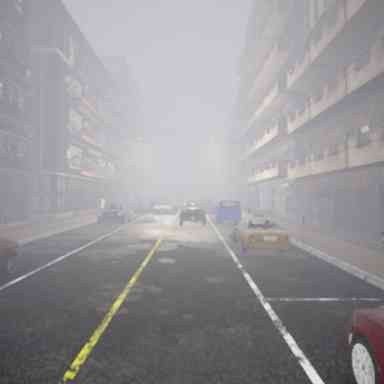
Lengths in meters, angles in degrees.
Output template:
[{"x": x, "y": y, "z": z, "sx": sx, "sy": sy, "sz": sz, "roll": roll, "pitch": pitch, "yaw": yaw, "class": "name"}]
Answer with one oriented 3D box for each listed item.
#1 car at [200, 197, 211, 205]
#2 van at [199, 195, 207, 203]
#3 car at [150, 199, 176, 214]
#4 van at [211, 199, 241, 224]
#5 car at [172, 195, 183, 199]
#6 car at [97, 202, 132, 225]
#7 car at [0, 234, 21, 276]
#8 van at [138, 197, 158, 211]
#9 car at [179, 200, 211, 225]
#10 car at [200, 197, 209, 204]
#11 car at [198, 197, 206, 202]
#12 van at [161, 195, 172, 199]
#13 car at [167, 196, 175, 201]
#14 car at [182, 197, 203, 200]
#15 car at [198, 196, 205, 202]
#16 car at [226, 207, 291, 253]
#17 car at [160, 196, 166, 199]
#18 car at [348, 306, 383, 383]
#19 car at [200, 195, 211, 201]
[{"x": 2.571, "y": 1.758, "z": 64.564, "sx": 1.947, "sy": 1.339, "sz": 4.313, "roll": 1, "pitch": 0, "yaw": 0, "class": "car"}, {"x": 2.558, "y": 1.564, "z": 75.905, "sx": 1.690, "sy": 1.788, "sz": 3.998, "roll": 1, "pitch": 0, "yaw": 0, "class": "van"}, {"x": -3.152, "y": 1.714, "z": 36.783, "sx": 1.895, "sy": 1.301, "sz": 4.718, "roll": 0, "pitch": 0, "yaw": 0, "class": "car"}, {"x": 2.634, "y": 1.419, "z": 24.871, "sx": 1.690, "sy": 1.788, "sz": 3.998, "roll": 1, "pitch": 0, "yaw": 0, "class": "van"}, {"x": -3.119, "y": 1.466, "z": 78.669, "sx": 1.837, "sy": 1.490, "sz": 4.892, "roll": 0, "pitch": 0, "yaw": 0, "class": "car"}, {"x": -5.714, "y": 1.518, "z": 24.928, "sx": 1.967, "sy": 1.590, "sz": 4.097, "roll": 1, "pitch": 0, "yaw": 0, "class": "car"}, {"x": -5.691, "y": 1.608, "z": 7.915, "sx": 1.802, "sy": 1.307, "sz": 4.206, "roll": 1, "pitch": 0, "yaw": 0, "class": "car"}, {"x": -5.738, "y": 1.470, "z": 41.941, "sx": 1.690, "sy": 1.788, "sz": 3.998, "roll": 1, "pitch": 0, "yaw": 0, "class": "van"}, {"x": 0.061, "y": 1.569, "z": 24.890, "sx": 2.128, "sy": 1.511, "sz": 4.902, "roll": 0, "pitch": 0, "yaw": 0, "class": "car"}, {"x": 2.563, "y": 1.733, "z": 70.404, "sx": 1.752, "sy": 1.417, "sz": 4.829, "roll": 1, "pitch": 0, "yaw": 0, "class": "car"}, {"x": 2.546, "y": 1.820, "z": 81.575, "sx": 1.802, "sy": 1.307, "sz": 4.206, "roll": 1, "pitch": 0, "yaw": 0, "class": "car"}, {"x": -5.781, "y": 1.549, "z": 70.295, "sx": 1.690, "sy": 1.788, "sz": 3.998, "roll": 1, "pitch": 0, "yaw": 0, "class": "van"}, {"x": -5.908, "y": 1.820, "z": 92.973, "sx": 2.008, "sy": 1.369, "sz": 4.403, "roll": 1, "pitch": 0, "yaw": 0, "class": "car"}, {"x": 0.038, "y": 1.690, "z": 41.246, "sx": 1.994, "sy": 1.385, "sz": 4.181, "roll": 0, "pitch": 0, "yaw": 0, "class": "car"}, {"x": 2.537, "y": 1.835, "z": 87.246, "sx": 1.802, "sy": 1.307, "sz": 4.206, "roll": 1, "pitch": 0, "yaw": 0, "class": "car"}, {"x": 2.670, "y": 1.569, "z": 13.700, "sx": 1.752, "sy": 1.417, "sz": 4.829, "roll": 1, "pitch": 0, "yaw": 0, "class": "car"}, {"x": -5.759, "y": 1.705, "z": 53.282, "sx": 1.887, "sy": 1.381, "sz": 4.507, "roll": 1, "pitch": 0, "yaw": 0, "class": "car"}, {"x": 2.698, "y": 1.552, "z": 2.189, "sx": 1.887, "sy": 1.381, "sz": 4.507, "roll": 1, "pitch": 0, "yaw": 0, "class": "car"}, {"x": 2.582, "y": 1.616, "z": 58.893, "sx": 1.967, "sy": 1.590, "sz": 4.097, "roll": 1, "pitch": 0, "yaw": 0, "class": "car"}]
